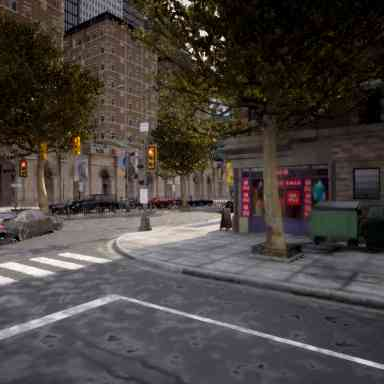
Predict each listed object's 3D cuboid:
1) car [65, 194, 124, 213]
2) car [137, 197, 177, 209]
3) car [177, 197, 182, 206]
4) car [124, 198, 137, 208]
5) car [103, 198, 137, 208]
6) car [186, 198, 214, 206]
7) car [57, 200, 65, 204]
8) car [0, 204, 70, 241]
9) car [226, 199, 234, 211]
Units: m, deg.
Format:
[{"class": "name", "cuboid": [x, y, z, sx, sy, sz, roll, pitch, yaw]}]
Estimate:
[{"class": "car", "cuboid": [-10.498, 1.221, 36.226, 2.150, 2.045, 5.566, 0, 0, 36]}, {"class": "car", "cuboid": [-4.594, 1.478, 44.420, 1.882, 1.535, 5.008, 0, 0, 36]}, {"class": "car", "cuboid": [-2.268, 1.564, 53.623, 1.994, 1.385, 4.181, 0, 0, 36]}, {"class": "car", "cuboid": [-8.138, 1.526, 45.468, 1.812, 1.442, 4.674, 0, 0, 36]}, {"class": "car", "cuboid": [-10.271, 1.595, 47.917, 1.895, 1.301, 4.718, 0, 0, 36]}, {"class": "car", "cuboid": [1.425, 1.601, 52.756, 1.895, 1.301, 4.718, 0, 0, 36]}, {"class": "car", "cuboid": [-13.763, 1.547, 37.679, 2.033, 1.411, 5.357, 0, 0, 36]}, {"class": "car", "cuboid": [-8.510, 1.548, 16.695, 2.033, 1.411, 5.357, 0, 0, 6]}, {"class": "car", "cuboid": [5.807, 1.478, 39.025, 1.882, 1.535, 5.008, 0, 0, 36]}]
